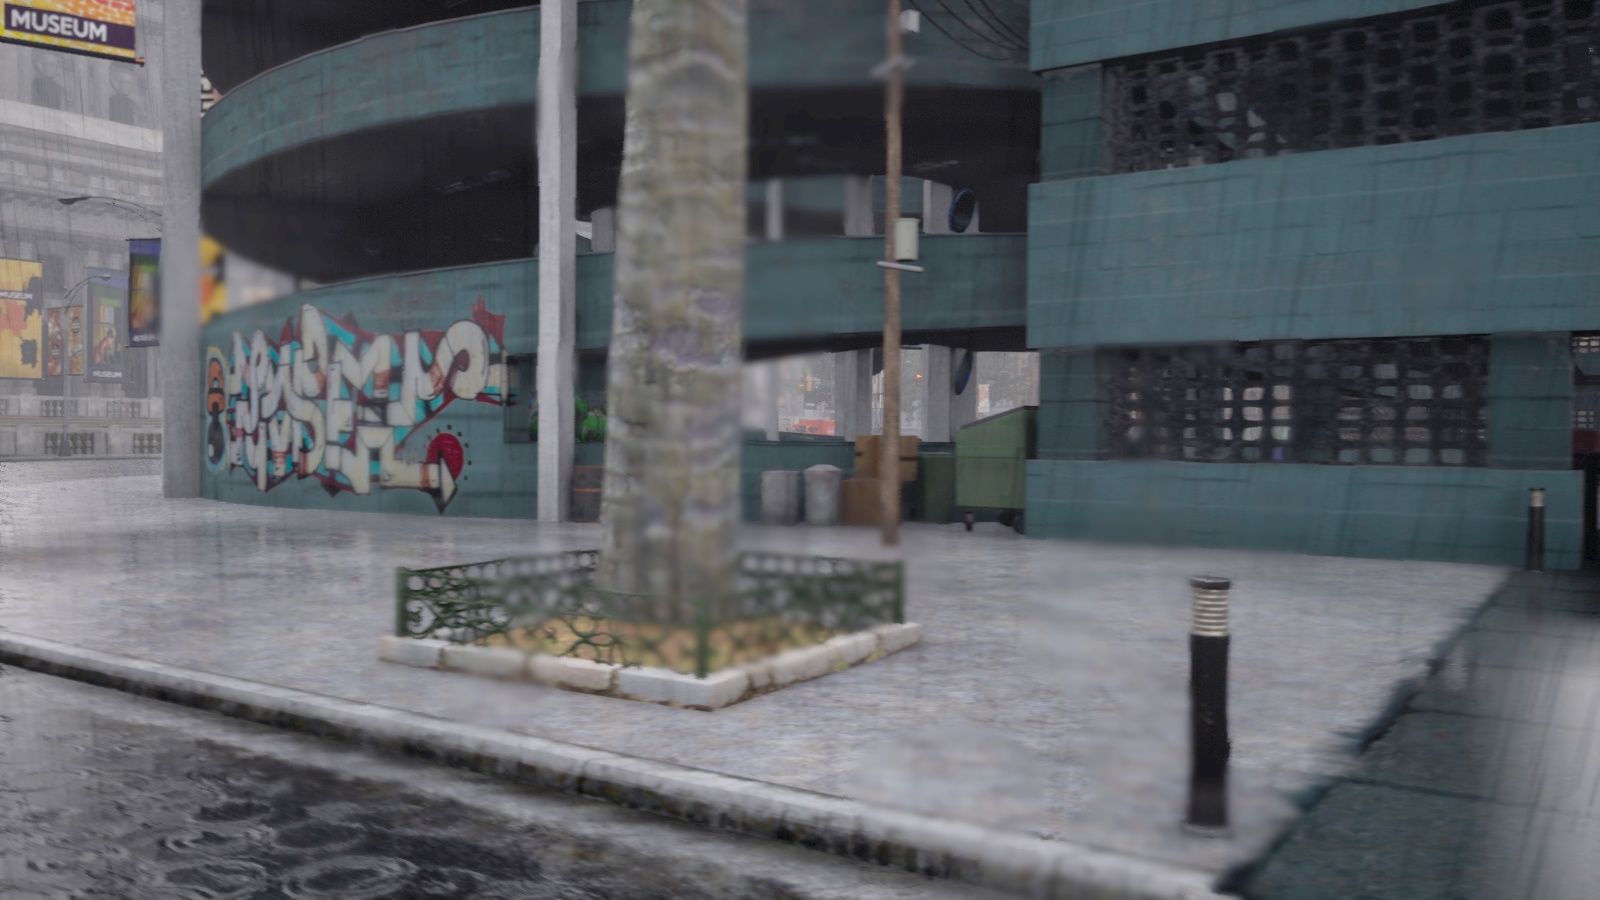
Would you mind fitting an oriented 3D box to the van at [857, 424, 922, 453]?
[{"bbox_3d":[6.364,-0.796,89.417,4.442,1.987,1.775,-1,1,-1],"label":"van"}]

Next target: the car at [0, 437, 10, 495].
[{"bbox_3d":[-21.867,0.452,31.079,2.007,1.525,4.514,-1,1,-4],"label":"car"}]

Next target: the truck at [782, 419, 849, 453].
[{"bbox_3d":[1.211,-1.076,95.967,2.627,2.467,5.204,0,1,34],"label":"truck"}]
